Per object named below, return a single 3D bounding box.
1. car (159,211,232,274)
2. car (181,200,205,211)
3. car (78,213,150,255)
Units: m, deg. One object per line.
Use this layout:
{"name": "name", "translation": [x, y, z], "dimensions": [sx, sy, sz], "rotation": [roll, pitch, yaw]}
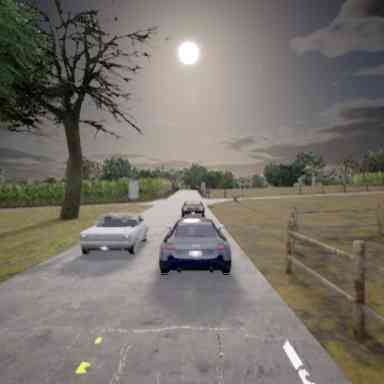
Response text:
{"name": "car", "translation": [0.092, 1.509, 10.438], "dimensions": [1.994, 1.385, 4.181], "rotation": [0, 1, 0]}
{"name": "car", "translation": [0.090, 1.339, 28.150], "dimensions": [1.895, 1.301, 4.718], "rotation": [0, 1, 0]}
{"name": "car", "translation": [-2.855, 1.520, 13.085], "dimensions": [1.895, 1.301, 4.718], "rotation": [0, 1, 0]}
